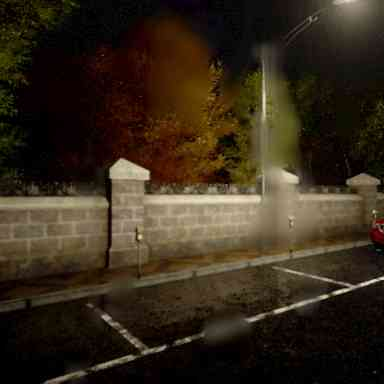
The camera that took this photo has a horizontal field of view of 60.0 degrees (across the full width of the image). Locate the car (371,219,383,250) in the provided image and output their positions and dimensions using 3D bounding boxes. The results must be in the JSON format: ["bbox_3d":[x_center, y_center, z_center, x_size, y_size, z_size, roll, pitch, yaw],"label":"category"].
[{"bbox_3d":[9.093,1.297,13.029,5.009,1.841,2.192,0,1,-35],"label":"car"}]
